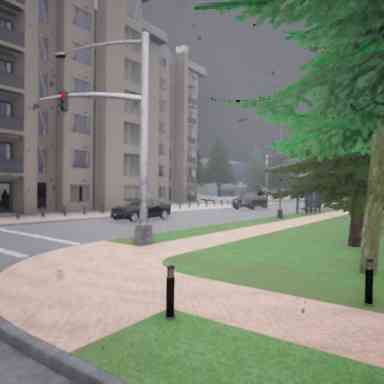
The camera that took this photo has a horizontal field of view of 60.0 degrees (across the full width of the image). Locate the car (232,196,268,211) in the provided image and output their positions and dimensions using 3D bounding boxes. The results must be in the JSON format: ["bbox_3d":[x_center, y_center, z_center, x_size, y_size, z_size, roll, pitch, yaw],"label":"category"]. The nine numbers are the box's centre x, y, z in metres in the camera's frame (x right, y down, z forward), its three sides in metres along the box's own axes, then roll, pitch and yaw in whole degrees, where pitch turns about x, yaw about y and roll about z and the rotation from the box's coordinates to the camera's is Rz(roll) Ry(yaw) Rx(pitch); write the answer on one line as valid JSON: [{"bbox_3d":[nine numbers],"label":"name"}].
[{"bbox_3d":[6.735,0.989,37.953,2.150,2.045,5.566,1,1,37],"label":"car"}]

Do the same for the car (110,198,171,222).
[{"bbox_3d":[-3.613,1.242,24.032,1.882,1.535,5.008,1,1,37],"label":"car"}]
